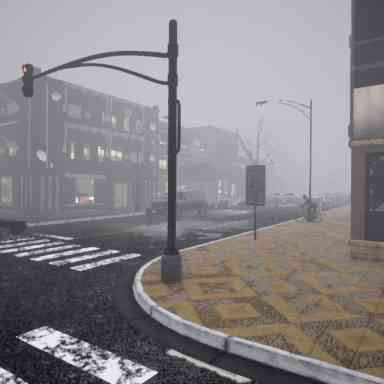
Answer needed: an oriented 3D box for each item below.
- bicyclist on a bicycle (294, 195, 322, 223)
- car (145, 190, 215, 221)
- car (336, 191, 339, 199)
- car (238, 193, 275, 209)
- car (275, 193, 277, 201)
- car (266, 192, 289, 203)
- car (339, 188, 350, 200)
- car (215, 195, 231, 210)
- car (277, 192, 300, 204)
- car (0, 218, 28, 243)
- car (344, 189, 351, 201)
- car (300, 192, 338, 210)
[{"bbox_3d":[6.797,1.003,19.582,1.656,1.620,0.582,0,1,35],"label":"bicyclist on a bicycle"},{"bbox_3d":[-0.889,0.863,23.826,2.150,2.045,5.566,1,1,35],"label":"car"},{"bbox_3d":[18.555,0.788,46.299,1.895,1.301,4.718,1,1,35],"label":"car"},{"bbox_3d":[6.573,1.029,34.608,1.895,1.301,4.718,1,1,35],"label":"car"},{"bbox_3d":[8.886,0.821,42.604,1.887,1.381,4.507,2,2,35],"label":"car"},{"bbox_3d":[12.126,0.767,47.226,1.802,1.307,4.206,2,2,35],"label":"car"},{"bbox_3d":[24.237,0.572,54.535,2.033,1.411,5.357,1,1,36],"label":"car"},{"bbox_3d":[2.411,1.011,33.359,2.008,1.369,4.403,2,2,35],"label":"car"},{"bbox_3d":[12.882,0.774,43.647,1.812,1.442,4.674,1,1,34],"label":"car"},{"bbox_3d":[-9.403,1.455,13.390,4.718,1.301,1.895,-1,1,-40],"label":"car"},{"bbox_3d":[25.436,0.619,51.669,1.887,1.381,4.507,2,2,35],"label":"car"},{"bbox_3d":[12.673,0.993,33.051,2.008,1.369,4.403,2,2,35],"label":"car"}]
